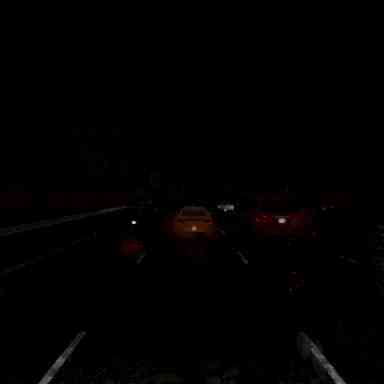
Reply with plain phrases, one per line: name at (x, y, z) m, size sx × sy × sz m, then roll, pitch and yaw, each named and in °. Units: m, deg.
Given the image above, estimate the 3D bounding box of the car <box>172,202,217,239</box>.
car at (0.100, 1.501, 17.581) m, size 1.882 × 1.535 × 5.008 m, roll 0°, pitch 0°, yaw 0°

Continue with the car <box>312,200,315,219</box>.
car at (7.100, 1.522, 25.019) m, size 2.128 × 1.511 × 4.902 m, roll 0°, pitch 0°, yaw 0°

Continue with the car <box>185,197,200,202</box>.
car at (0.098, 1.572, 50.581) m, size 1.837 × 1.490 × 4.892 m, roll 0°, pitch 0°, yaw 0°

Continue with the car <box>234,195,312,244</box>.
car at (3.600, 1.242, 15.981) m, size 2.150 × 2.045 × 5.566 m, roll 0°, pitch 0°, yaw 0°

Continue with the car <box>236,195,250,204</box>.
car at (10.497, 1.442, 68.539) m, size 2.097 × 1.767 × 4.553 m, roll 0°, pitch 0°, yaw 0°

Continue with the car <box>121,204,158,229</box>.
car at (-3.401, 1.535, 21.890) m, size 1.837 × 1.490 × 4.892 m, roll 0°, pitch 0°, yaw 0°

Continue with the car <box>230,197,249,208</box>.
car at (7.098, 1.555, 50.155) m, size 2.128 × 1.511 × 4.902 m, roll 0°, pitch 0°, yaw 0°

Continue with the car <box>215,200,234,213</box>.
car at (3.599, 1.650, 38.185) m, size 1.895 × 1.301 × 4.718 m, roll 0°, pitch 0°, yaw 0°

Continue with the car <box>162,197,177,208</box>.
car at (-3.402, 1.570, 48.839) m, size 1.837 × 1.490 × 4.892 m, roll 0°, pitch 0°, yaw 0°

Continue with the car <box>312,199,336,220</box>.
car at (10.582, 1.386, 28.824) m, size 2.097 × 1.767 × 4.553 m, roll 0°, pitch 0°, yaw 0°
